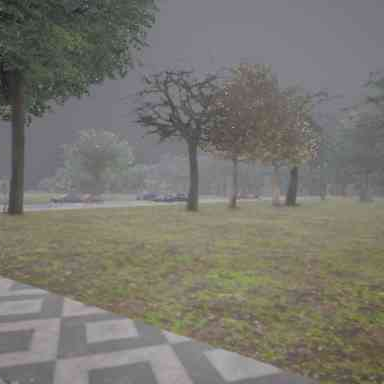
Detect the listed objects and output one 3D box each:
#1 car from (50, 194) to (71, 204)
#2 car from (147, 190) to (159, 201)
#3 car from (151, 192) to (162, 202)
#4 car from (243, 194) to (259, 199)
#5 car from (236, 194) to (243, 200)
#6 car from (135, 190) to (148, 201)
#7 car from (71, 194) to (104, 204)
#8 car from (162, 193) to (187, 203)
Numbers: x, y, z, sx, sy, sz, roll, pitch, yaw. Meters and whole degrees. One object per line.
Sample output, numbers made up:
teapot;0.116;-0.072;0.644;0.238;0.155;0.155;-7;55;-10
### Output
car;-18.554;0.999;50.068;2.033;1.411;5.357;0;0;35
car;-5.797;0.703;62.384;1.994;1.385;4.181;0;0;35
car;-4.620;1.069;58.299;1.994;1.385;4.181;0;0;36
car;14.806;1.144;80.345;1.994;1.385;4.181;0;0;35
car;11.604;1.100;81.443;1.812;1.442;4.674;0;0;35
car;-8.471;0.700;64.232;2.150;2.045;5.566;0;0;35
car;-15.126;1.032;49.288;1.994;1.385;4.181;0;0;35
car;-2.282;1.024;55.981;1.837;1.490;4.892;0;1;36
